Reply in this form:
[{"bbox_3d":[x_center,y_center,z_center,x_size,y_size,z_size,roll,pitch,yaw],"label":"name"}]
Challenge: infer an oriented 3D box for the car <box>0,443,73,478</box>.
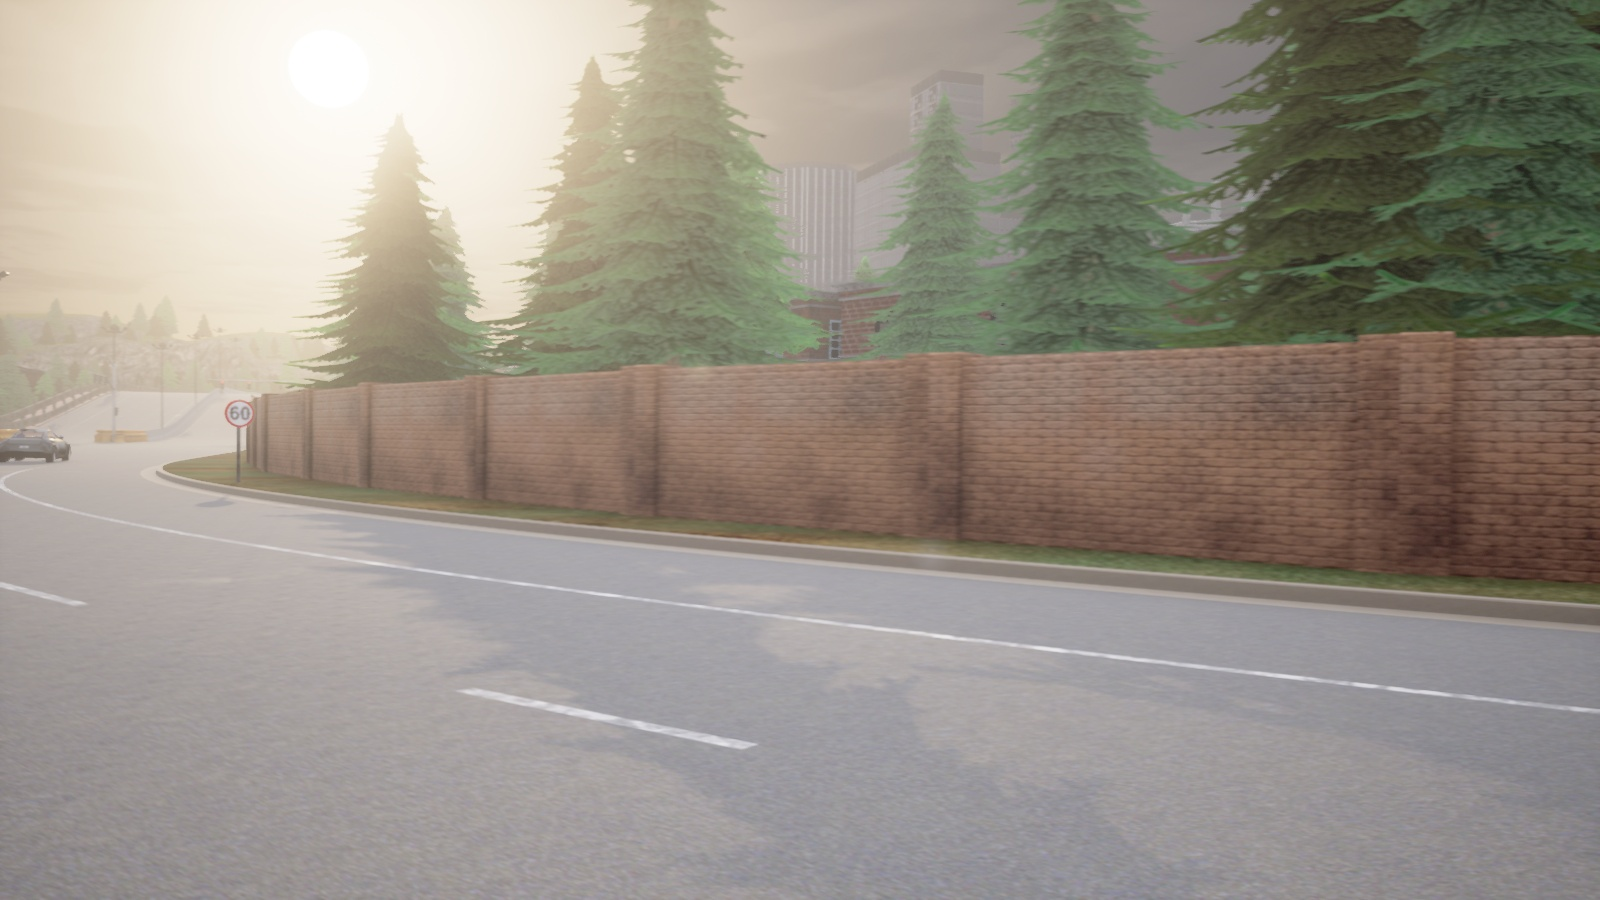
[{"bbox_3d":[-32.141,0.397,52.793,1.994,1.385,4.181,-1,1,-20],"label":"car"}]
